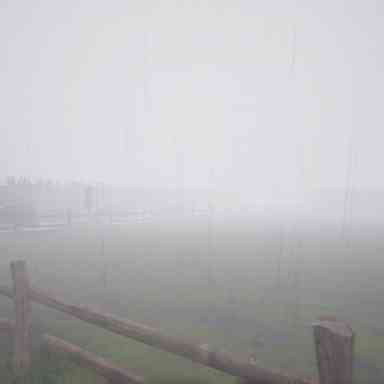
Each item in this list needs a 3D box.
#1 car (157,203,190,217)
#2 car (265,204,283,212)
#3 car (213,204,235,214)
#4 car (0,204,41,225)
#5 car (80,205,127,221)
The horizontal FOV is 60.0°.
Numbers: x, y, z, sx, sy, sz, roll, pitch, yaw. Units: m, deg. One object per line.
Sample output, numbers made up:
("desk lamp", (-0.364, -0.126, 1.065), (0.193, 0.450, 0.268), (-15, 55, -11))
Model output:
("car", (-2.274, 2.160, 41.326), (2.097, 1.767, 4.553), (-1, -2, 36))
("car", (14.805, 2.828, 59.888), (1.882, 1.535, 5.008), (-1, -2, 36))
("car", (4.988, 2.617, 51.259), (1.812, 1.442, 4.674), (-1, -2, 36))
("car", (-13.959, 1.699, 25.127), (2.097, 1.767, 4.553), (-1, -2, 35))
("car", (-8.585, 2.052, 32.630), (2.128, 1.511, 4.902), (-1, -2, 36))
